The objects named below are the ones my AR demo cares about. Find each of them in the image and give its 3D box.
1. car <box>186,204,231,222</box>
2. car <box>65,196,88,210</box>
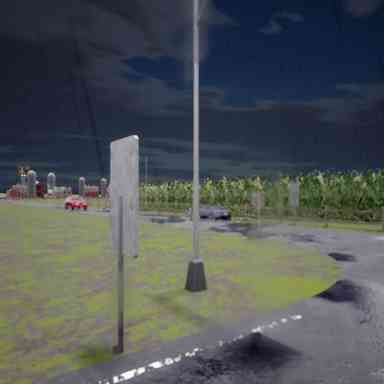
[{"bbox_3d":[1.375,1.779,29.023,1.994,1.385,4.181,0,-1,-45],"label":"car"},{"bbox_3d":[-17.745,1.674,50.777,2.150,2.045,5.566,0,-1,-34],"label":"car"}]
